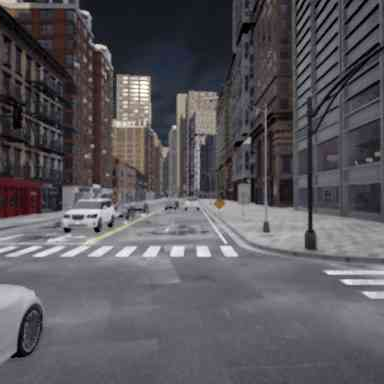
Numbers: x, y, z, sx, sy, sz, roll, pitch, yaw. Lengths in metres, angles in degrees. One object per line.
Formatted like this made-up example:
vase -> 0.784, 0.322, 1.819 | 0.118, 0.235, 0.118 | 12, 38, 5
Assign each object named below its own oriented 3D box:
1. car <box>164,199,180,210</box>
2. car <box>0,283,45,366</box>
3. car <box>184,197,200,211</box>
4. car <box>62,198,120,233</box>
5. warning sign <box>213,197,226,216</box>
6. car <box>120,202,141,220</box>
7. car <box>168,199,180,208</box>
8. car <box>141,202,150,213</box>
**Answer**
car -> -3.188, 2.069, 51.032 | 2.033, 1.411, 5.357 | 0, -1, 0
car -> -3.143, 1.561, 3.136 | 1.812, 1.442, 4.674 | 0, 0, 0
car -> 0.007, 1.735, 50.258 | 2.150, 2.045, 5.566 | 0, -1, 0
car -> -6.621, 1.455, 21.977 | 2.150, 2.045, 5.566 | 0, -1, 0
warning sign -> 2.821, 1.470, 34.253 | 1.300, 1.860, 1.060 | 0, -1, 0
car -> -6.624, 1.825, 31.992 | 2.128, 1.511, 4.902 | 0, -1, 0
car -> -3.290, 2.133, 61.628 | 1.837, 1.490, 4.892 | 0, -1, 0
car -> -6.621, 1.990, 43.037 | 2.033, 1.411, 5.357 | 0, -1, 0
